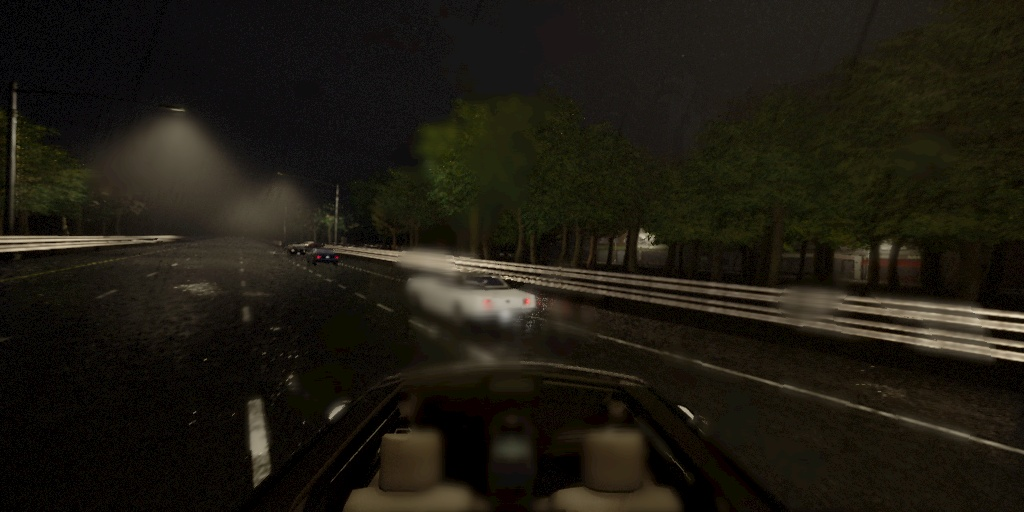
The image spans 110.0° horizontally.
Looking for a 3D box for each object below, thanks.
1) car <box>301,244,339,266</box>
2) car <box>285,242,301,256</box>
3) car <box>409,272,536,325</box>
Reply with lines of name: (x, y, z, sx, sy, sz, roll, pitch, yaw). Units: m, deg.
car: (-15.924, 0.023, 30.020, 2.033, 1.411, 5.357, 2, 1, -37)
car: (-26.202, -0.666, 43.600, 1.895, 1.301, 4.718, 2, 1, -37)
car: (-1.465, 1.121, 10.916, 1.895, 1.301, 4.718, 2, 1, -37)
